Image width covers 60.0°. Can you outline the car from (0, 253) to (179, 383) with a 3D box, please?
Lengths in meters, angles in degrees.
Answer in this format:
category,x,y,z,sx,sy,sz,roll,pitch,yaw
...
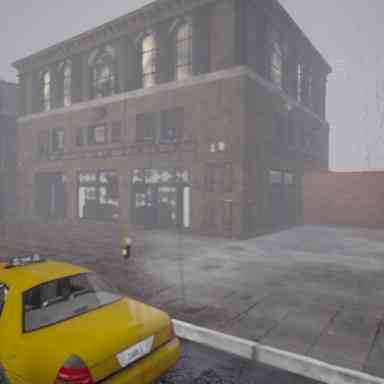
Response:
category,x,y,z,sx,sy,sz,roll,pitch,yaw
car,-2.429,1.529,4.596,4.829,1.417,1.752,0,1,36
